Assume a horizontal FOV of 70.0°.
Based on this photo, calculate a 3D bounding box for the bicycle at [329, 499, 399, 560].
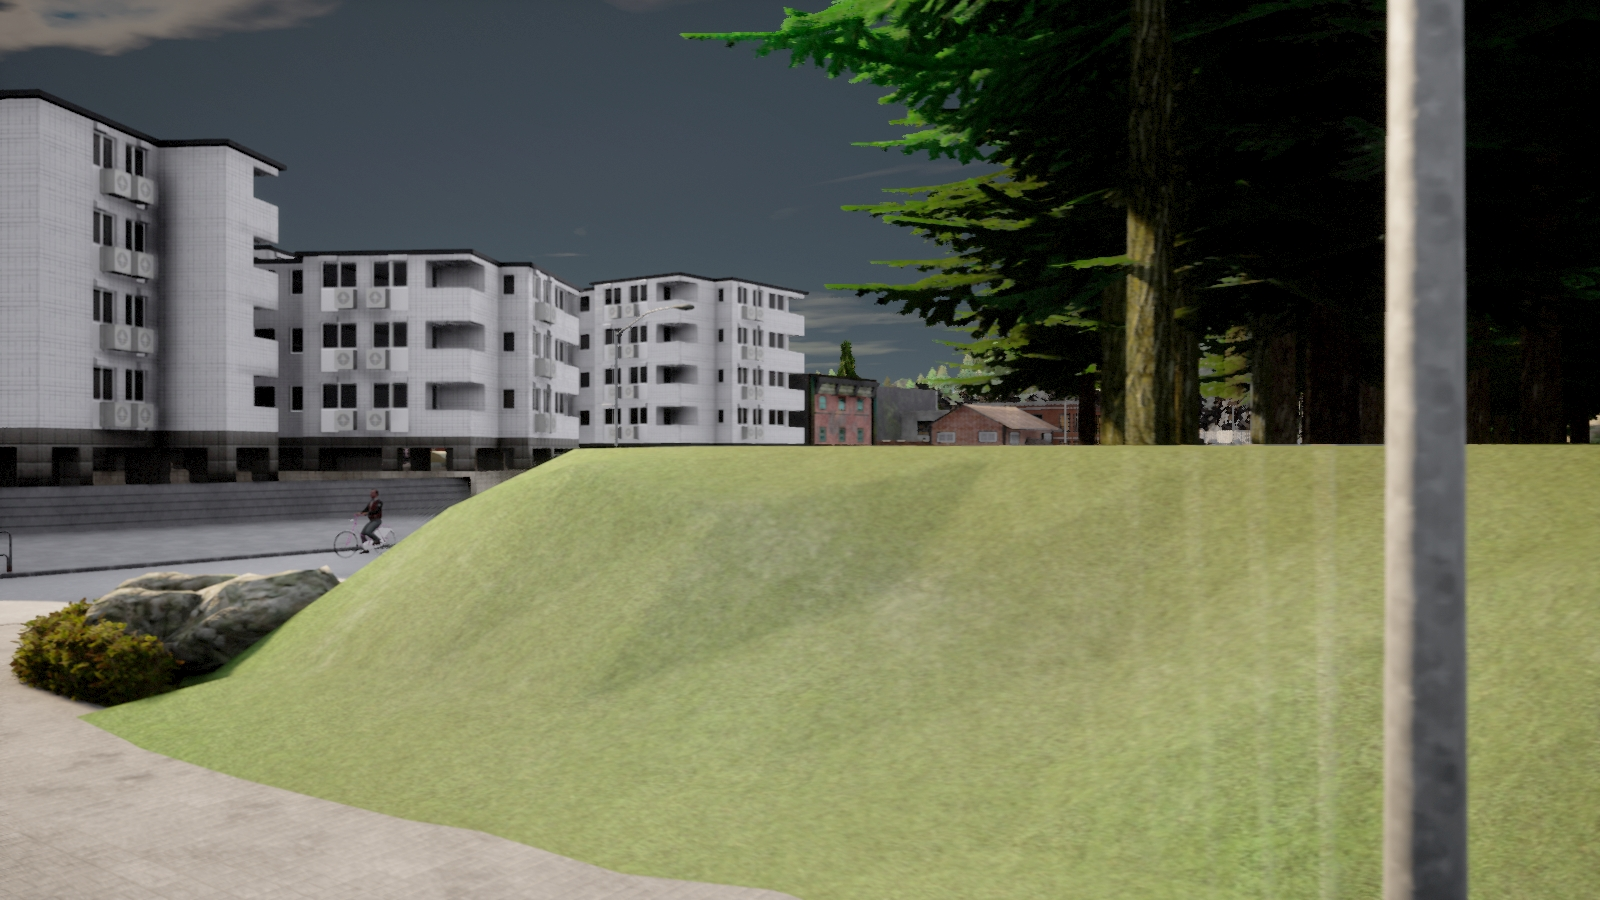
[{"bbox_3d":[-11.397,2.059,29.905,0.329,1.471,1.835,0,0,35],"label":"bicycle"}]
